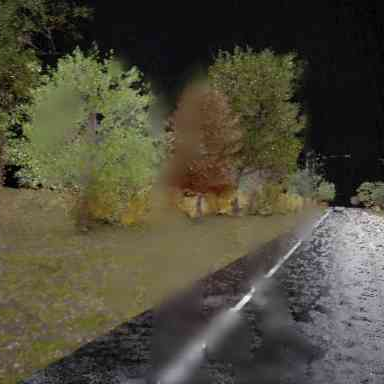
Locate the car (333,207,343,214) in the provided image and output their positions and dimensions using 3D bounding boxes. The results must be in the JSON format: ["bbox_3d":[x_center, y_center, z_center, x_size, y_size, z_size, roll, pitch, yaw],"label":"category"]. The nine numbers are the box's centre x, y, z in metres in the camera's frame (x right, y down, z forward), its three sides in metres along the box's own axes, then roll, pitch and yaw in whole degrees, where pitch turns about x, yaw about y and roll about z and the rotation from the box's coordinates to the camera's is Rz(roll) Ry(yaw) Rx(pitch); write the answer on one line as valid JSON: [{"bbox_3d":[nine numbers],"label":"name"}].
[{"bbox_3d":[28.568,3.601,65.101,1.895,1.301,4.718,2,-1,24],"label":"car"}]

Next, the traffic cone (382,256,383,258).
[{"bbox_3d":[8.192,2.459,13.912,0.340,0.580,0.340,2,-1,24],"label":"traffic cone"}]
